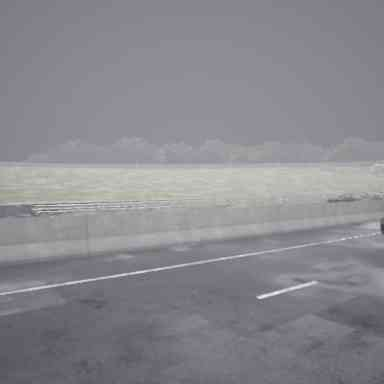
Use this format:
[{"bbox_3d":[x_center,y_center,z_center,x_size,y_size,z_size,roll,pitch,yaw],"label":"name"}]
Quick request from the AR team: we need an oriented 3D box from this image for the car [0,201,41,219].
[{"bbox_3d":[-9.057,1.350,14.728,4.553,1.767,2.097,0,0,-36],"label":"car"}]

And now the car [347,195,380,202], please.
[{"bbox_3d":[21.845,1.018,41.085,5.357,1.411,2.033,-1,1,-35],"label":"car"}]

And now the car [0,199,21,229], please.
[{"bbox_3d":[-13.171,1.350,20.393,4.553,1.767,2.097,0,0,-36],"label":"car"}]

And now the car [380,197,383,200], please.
[{"bbox_3d":[24.050,0.992,38.356,4.674,1.442,1.812,-2,1,-35],"label":"car"}]

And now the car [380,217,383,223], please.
[{"bbox_3d":[10.790,1.383,15.753,4.892,1.490,1.837,-1,1,-36],"label":"car"}]

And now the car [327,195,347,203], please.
[{"bbox_3d":[19.935,1.068,44.017,4.718,1.301,1.895,-1,1,-35],"label":"car"}]

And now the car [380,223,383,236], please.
[{"bbox_3d":[7.022,1.518,8.763,4.181,1.385,1.994,-1,0,-36],"label":"car"}]

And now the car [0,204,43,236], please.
[{"bbox_3d":[-10.811,1.489,17.778,4.902,1.511,2.128,0,0,-36],"label":"car"}]
